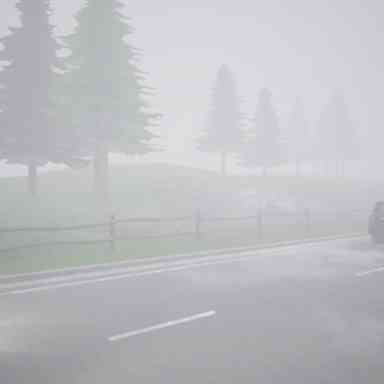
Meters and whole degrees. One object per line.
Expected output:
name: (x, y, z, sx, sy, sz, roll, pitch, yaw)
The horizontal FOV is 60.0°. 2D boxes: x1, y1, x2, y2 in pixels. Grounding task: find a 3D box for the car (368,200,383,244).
car: (10.423, 1.386, 15.483, 5.566, 2.045, 2.150, 0, 0, -36)
